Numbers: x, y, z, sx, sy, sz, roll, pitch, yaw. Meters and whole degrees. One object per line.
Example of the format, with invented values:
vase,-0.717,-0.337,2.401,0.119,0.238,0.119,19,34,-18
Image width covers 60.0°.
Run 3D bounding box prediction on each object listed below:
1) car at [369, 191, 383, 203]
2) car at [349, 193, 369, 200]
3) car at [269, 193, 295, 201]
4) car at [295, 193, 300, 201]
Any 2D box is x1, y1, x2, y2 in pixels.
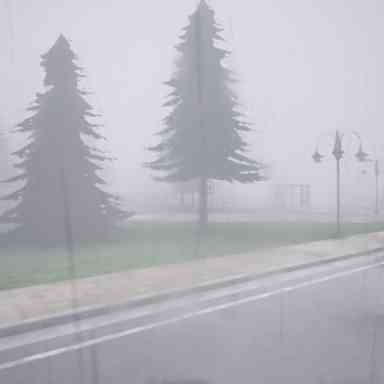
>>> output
car,30.416,1.030,51.744,1.970,1.475,3.806,0,0,-36
car,33.793,0.885,67.657,1.845,1.501,3.633,0,0,-36
car,17.170,1.007,65.158,2.007,1.523,4.514,0,0,-36
car,19.693,0.976,67.023,2.152,1.636,5.027,0,0,-36
